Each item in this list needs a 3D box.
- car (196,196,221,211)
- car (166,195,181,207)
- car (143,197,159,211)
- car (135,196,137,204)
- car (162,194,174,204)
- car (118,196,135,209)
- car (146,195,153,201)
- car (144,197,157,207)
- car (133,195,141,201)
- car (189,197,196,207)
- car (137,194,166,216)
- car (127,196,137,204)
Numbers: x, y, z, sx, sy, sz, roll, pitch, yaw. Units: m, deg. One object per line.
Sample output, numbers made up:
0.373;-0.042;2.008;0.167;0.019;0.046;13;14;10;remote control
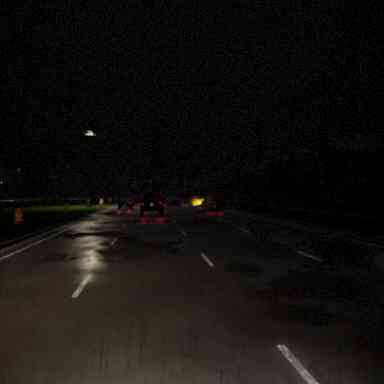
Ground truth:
2.211;1.416;39.567;2.128;1.511;4.902;-1;0;-7;car
-2.778;1.471;50.200;1.882;1.535;5.008;-1;0;-7;car
-5.414;1.520;43.787;1.882;1.535;5.008;-1;0;-7;car
-10.616;1.661;56.287;2.033;1.411;5.357;-1;0;-7;car
-4.852;1.363;66.348;2.097;1.767;4.553;-1;0;-7;car
-9.243;1.627;46.235;1.812;1.442;4.674;-1;0;-8;car
-11.878;1.573;93.663;1.882;1.535;5.008;-1;0;-7;car
-6.810;1.618;54.120;1.994;1.385;4.181;-1;0;-7;car
-15.422;1.705;93.799;1.994;1.385;4.181;-1;0;-7;car
0.743;1.414;50.245;1.882;1.535;5.008;-1;0;-7;car
-4.016;1.252;33.156;2.150;2.045;5.566;-1;0;-7;car
-11.931;1.650;66.549;1.812;1.442;4.674;-1;0;-7;car
